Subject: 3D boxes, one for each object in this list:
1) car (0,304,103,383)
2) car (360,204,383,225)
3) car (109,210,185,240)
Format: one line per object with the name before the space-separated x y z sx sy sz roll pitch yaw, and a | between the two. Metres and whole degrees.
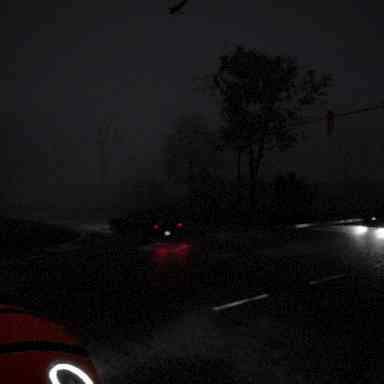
car | -2.809 1.358 1.865 4.553 1.767 2.097 0 0 -37
car | 12.839 1.463 21.703 4.181 1.385 1.994 0 0 -35
car | -2.467 1.566 16.777 1.895 1.301 4.718 0 0 -38
